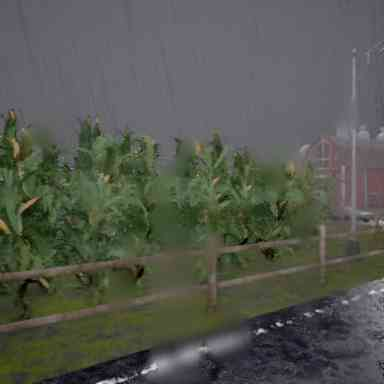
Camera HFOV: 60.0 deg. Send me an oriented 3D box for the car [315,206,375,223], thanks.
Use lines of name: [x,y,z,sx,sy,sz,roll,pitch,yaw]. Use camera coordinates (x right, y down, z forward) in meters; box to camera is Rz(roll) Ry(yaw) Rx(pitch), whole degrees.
car: [13.890,1.992,30.382,2.033,1.411,5.357,1,-2,-31]
